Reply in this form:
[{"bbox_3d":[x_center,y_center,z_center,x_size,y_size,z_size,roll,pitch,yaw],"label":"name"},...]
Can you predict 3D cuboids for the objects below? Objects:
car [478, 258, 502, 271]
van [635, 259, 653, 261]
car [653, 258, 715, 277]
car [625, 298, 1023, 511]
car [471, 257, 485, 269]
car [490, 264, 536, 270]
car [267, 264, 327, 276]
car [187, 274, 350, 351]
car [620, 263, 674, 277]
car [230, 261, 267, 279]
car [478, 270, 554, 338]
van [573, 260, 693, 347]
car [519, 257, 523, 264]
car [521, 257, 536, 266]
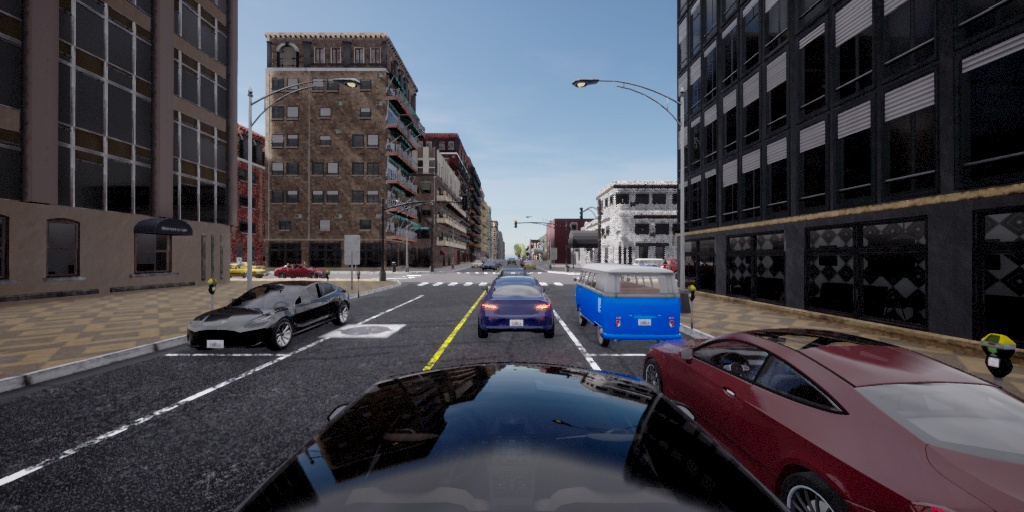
[{"bbox_3d":[-3.074,1.327,50.662,2.033,1.411,5.357,0,0,3],"label":"car"},{"bbox_3d":[14.887,1.174,38.299,3.998,1.789,1.690,0,0,0],"label":"van"},{"bbox_3d":[14.912,1.107,29.919,5.009,1.841,2.192,0,0,0],"label":"car"},{"bbox_3d":[2.657,1.332,3.342,1.802,1.307,4.207,0,0,0],"label":"car"},{"bbox_3d":[-5.706,1.316,59.183,1.751,1.417,4.829,0,0,0],"label":"car"},{"bbox_3d":[0.088,1.317,18.482,1.994,1.385,4.181,0,0,0],"label":"car"},{"bbox_3d":[-17.474,1.283,29.833,4.207,1.307,1.802,0,0,0],"label":"car"},{"bbox_3d":[-5.692,1.317,9.055,1.948,1.339,4.313,0,0,0],"label":"car"},{"bbox_3d":[13.394,1.417,35.729,4.718,1.301,1.895,0,0,1],"label":"car"},{"bbox_3d":[-22.967,1.215,29.818,4.829,1.417,1.751,0,0,0],"label":"car"},{"bbox_3d":[0.099,1.277,10.031,1.812,1.442,4.674,0,0,0],"label":"car"},{"bbox_3d":[2.655,1.092,9.031,1.690,1.789,3.998,0,0,0],"label":"van"},{"bbox_3d":[2.674,1.380,64.896,1.802,1.307,4.207,0,0,0],"label":"car"},{"bbox_3d":[2.677,1.309,53.987,1.751,1.417,4.829,0,0,0],"label":"car"}]
